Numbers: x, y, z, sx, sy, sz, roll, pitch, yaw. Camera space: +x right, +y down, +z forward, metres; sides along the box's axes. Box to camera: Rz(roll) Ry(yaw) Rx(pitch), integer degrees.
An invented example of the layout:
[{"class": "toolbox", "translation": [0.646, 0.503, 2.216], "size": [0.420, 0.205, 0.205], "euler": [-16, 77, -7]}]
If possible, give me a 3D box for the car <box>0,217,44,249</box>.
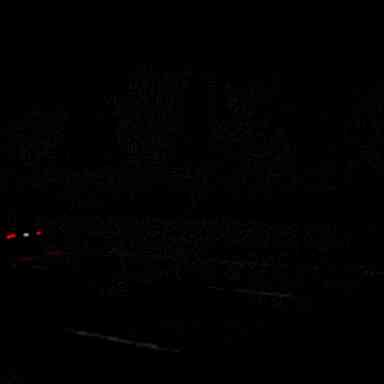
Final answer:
[{"class": "car", "translation": [-8.886, 1.766, 14.370], "size": [5.357, 1.411, 2.033], "euler": [0, -1, 25]}]
